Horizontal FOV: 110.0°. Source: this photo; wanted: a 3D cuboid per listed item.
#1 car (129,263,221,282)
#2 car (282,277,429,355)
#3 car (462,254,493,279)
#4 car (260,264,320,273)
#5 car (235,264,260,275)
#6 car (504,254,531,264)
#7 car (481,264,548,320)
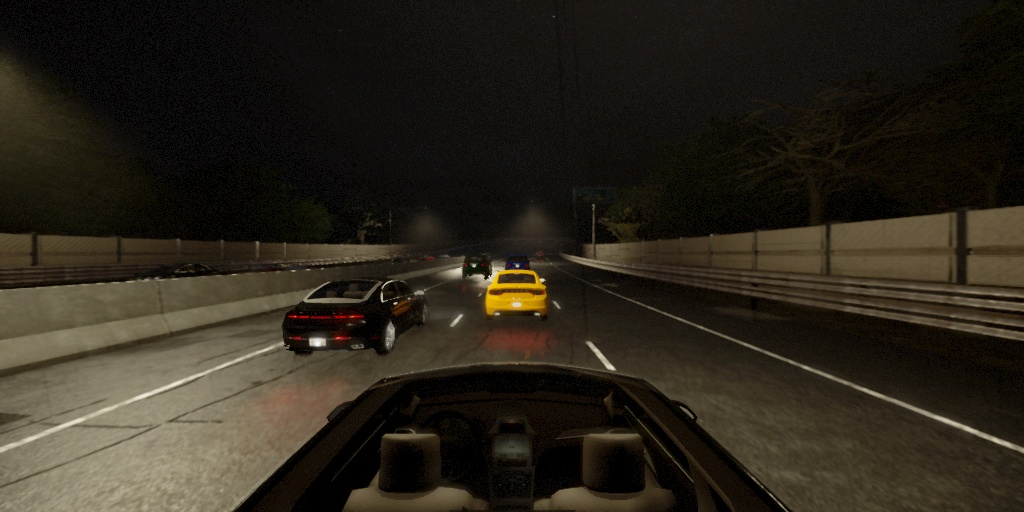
[{"bbox_3d":[-20.890,1.215,22.509,1.837,1.490,4.892,0,0,1],"label":"car"},{"bbox_3d":[-3.363,1.251,8.657,1.837,1.490,4.892,0,0,0],"label":"car"},{"bbox_3d":[-2.993,0.873,31.643,2.150,2.045,5.566,0,1,1],"label":"car"},{"bbox_3d":[-13.872,1.273,23.479,1.994,1.385,4.181,0,0,1],"label":"car"},{"bbox_3d":[-17.338,1.260,25.223,1.994,1.385,4.181,0,0,1],"label":"car"},{"bbox_3d":[0.510,0.875,31.672,2.150,2.045,5.566,0,1,1],"label":"car"},{"bbox_3d":[0.170,1.225,12.673,1.882,1.535,5.008,0,0,1],"label":"car"}]
